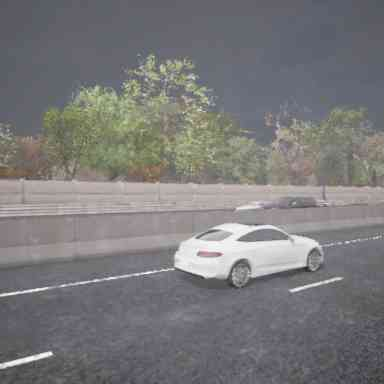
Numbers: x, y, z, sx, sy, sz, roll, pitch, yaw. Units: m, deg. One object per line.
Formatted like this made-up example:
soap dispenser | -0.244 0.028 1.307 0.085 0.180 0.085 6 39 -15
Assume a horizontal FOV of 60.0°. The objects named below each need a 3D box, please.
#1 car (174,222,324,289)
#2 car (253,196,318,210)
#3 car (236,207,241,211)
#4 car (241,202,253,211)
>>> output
car | 1.700 1.576 9.292 4.674 1.442 1.812 0 0 -35
car | 7.830 1.362 26.653 5.566 2.045 2.150 0 -1 -35
car | 6.616 1.711 34.342 4.674 1.442 1.812 0 0 -35
car | 7.105 1.763 30.418 4.718 1.301 1.895 0 0 -35
